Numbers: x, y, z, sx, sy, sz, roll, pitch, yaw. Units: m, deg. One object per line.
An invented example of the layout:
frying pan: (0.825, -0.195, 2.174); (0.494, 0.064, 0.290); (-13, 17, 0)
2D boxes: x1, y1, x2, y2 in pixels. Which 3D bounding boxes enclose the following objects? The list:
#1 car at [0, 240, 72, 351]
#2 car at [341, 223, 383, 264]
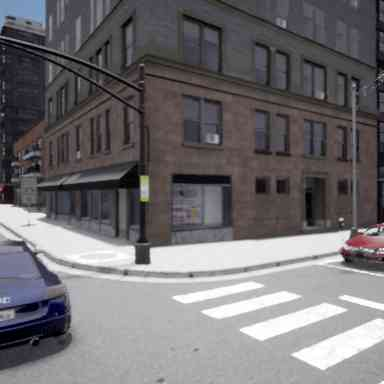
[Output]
car: (-3.585, 1.565, 5.918); (1.994, 1.385, 4.181); (0, 0, -34)
car: (6.956, 1.768, 11.623); (4.206, 1.307, 1.802); (1, -2, -35)
